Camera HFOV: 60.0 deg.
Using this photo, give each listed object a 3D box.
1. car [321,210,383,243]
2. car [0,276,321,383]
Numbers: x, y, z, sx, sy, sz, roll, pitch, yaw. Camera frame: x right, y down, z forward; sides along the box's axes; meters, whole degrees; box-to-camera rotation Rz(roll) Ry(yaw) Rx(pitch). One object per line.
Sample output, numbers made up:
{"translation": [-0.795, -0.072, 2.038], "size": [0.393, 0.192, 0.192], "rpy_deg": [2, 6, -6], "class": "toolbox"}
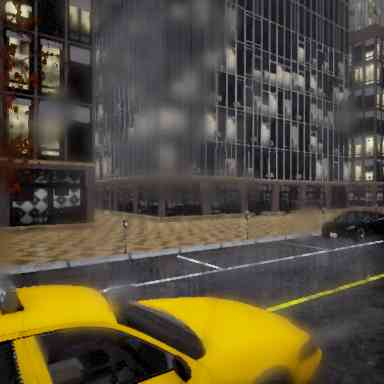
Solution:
{"translation": [8.140, 1.563, 16.226], "size": [4.313, 1.339, 1.947], "rpy_deg": [0, 0, -36], "class": "car"}
{"translation": [-1.121, 1.455, 2.635], "size": [5.366, 1.575, 1.801], "rpy_deg": [0, 0, -35], "class": "car"}
